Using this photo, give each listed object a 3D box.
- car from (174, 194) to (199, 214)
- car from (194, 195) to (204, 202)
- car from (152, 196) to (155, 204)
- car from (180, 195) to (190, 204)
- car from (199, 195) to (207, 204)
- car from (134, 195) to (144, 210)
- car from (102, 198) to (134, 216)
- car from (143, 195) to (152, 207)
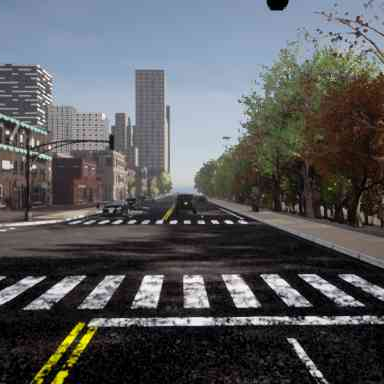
[{"bbox_3d":[-0.716,1.209,36.121,2.150,2.045,5.566,0,0,-2],"label":"car"},{"bbox_3d":[1.508,1.466,72.992,1.837,1.490,4.892,0,0,-1],"label":"car"},{"bbox_3d":[-8.026,1.464,61.967,2.128,1.511,4.902,0,0,-1],"label":"car"},{"bbox_3d":[-1.461,1.448,65.250,1.882,1.535,5.008,0,0,-2],"label":"car"},{"bbox_3d":[1.851,1.449,62.886,1.882,1.535,5.008,0,0,-1],"label":"car"},{"bbox_3d":[-7.589,1.487,42.009,1.837,1.490,4.892,0,0,-1],"label":"car"},{"bbox_3d":[-7.366,1.479,32.451,2.128,1.511,4.902,0,0,-1],"label":"car"},{"bbox_3d":[-7.821,1.330,51.704,2.097,1.767,4.553,0,0,-1],"label":"car"}]
